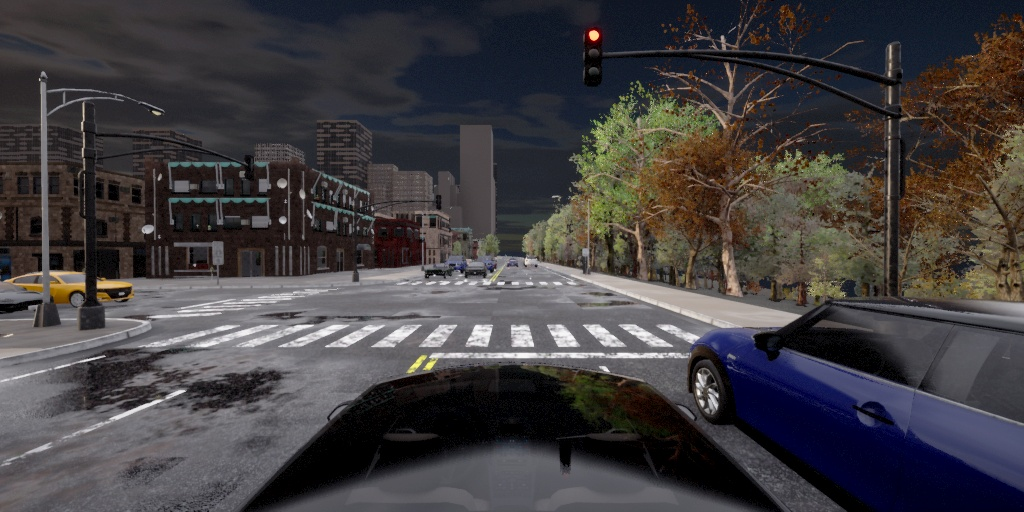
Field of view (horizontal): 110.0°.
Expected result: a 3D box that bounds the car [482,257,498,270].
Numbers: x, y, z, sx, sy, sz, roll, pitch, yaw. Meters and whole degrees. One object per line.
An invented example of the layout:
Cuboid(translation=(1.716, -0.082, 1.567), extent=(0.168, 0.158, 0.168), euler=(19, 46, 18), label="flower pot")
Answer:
Cuboid(translation=(-3.327, 1.083, 54.306), extent=(2.097, 1.767, 4.553), euler=(0, 0, 0), label="car")

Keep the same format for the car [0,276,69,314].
Cuboid(translation=(-19.946, 1.564, 13.347), extent=(4.313, 1.339, 1.948), euler=(0, 0, 0), label="car")

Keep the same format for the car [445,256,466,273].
Cuboid(translation=(-6.579, 0.957, 42.530), extent=(2.150, 2.045, 5.566), euler=(0, 0, 0), label="car")

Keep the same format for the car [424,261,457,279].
Cuboid(translation=(-6.598, 1.341, 32.772), extent=(1.895, 1.301, 4.718), euler=(0, 0, 0), label="car")

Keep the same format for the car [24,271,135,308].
Cuboid(translation=(-20.008, 1.450, 16.042), extent=(5.008, 1.535, 1.882), euler=(-1, 1, -1), label="car")

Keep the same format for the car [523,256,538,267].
Cuboid(translation=(3.358, 0.948, 63.696), extent=(2.150, 2.045, 5.566), euler=(0, 0, 0), label="car")

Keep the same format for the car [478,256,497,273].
Cuboid(translation=(-3.338, 0.957, 44.035), extent=(2.150, 2.045, 5.566), euler=(0, 0, 0), label="car")

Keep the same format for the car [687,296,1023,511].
Cuboid(translation=(3.351, 1.102, 2.888), extent=(2.097, 1.767, 4.553), euler=(0, 0, 0), label="car")

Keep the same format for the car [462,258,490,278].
Cuboid(translation=(-3.344, 1.217, 34.003), extent=(1.882, 1.535, 5.008), euler=(0, 0, -2), label="car")

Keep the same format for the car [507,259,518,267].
Cuboid(translation=(0.105, 1.252, 64.545), extent=(1.812, 1.442, 4.674), euler=(0, 0, 0), label="car")
